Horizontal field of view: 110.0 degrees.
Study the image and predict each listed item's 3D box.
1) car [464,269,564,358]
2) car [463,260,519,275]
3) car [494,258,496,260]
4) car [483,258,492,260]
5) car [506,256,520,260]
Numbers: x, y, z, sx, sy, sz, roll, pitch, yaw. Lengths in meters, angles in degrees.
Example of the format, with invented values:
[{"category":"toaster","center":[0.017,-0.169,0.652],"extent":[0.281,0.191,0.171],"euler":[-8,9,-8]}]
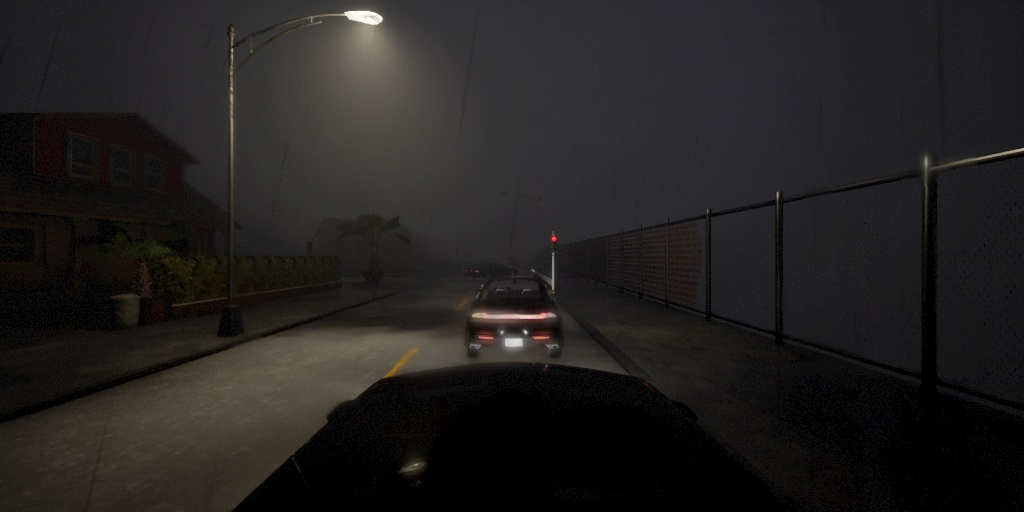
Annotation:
[{"category":"car","center":[0.055,1.242,8.445],"extent":[2.128,1.511,4.902],"euler":[0,0,0]},{"category":"car","center":[-1.811,1.297,31.970],"extent":[2.033,1.411,5.357],"euler":[0,0,42]},{"category":"car","center":[-4.072,1.297,61.697],"extent":[2.033,1.411,5.357],"euler":[0,0,0]},{"category":"car","center":[-4.092,1.255,51.831],"extent":[1.837,1.490,4.892],"euler":[0,0,0]},{"category":"car","center":[0.118,0.971,61.423],"extent":[2.150,2.045,5.566],"euler":[0,0,0]}]
